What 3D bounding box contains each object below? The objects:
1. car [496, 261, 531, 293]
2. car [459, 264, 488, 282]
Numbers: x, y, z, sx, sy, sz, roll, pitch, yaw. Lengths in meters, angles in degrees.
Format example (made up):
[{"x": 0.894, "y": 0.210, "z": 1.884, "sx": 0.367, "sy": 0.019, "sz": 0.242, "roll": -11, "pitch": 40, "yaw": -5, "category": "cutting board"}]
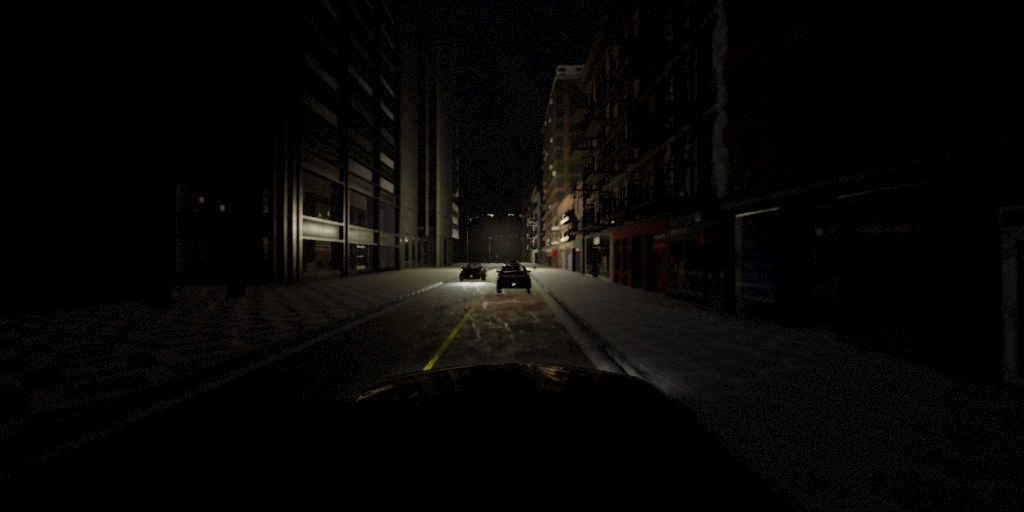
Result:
[{"x": 0.098, "y": 1.252, "z": 20.996, "sx": 2.128, "sy": 1.511, "sz": 4.902, "roll": 0, "pitch": 0, "yaw": 0, "category": "car"}, {"x": -3.063, "y": 1.335, "z": 29.166, "sx": 1.994, "sy": 1.385, "sz": 4.181, "roll": 0, "pitch": 0, "yaw": 0, "category": "car"}]
